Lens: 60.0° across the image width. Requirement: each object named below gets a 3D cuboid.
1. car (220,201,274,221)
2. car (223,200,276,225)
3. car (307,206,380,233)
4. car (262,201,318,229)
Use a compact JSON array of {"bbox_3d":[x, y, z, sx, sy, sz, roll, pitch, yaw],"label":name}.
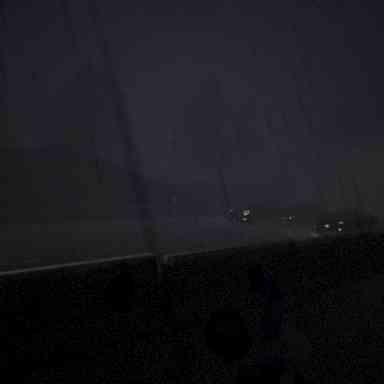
[{"bbox_3d":[4.851,1.579,28.946,4.674,1.442,1.812,0,0,-35],"label":"car"},{"bbox_3d":[4.794,1.407,24.606,4.553,1.767,2.097,0,0,-35],"label":"car"},{"bbox_3d":[8.807,1.619,18.873,4.181,1.385,1.994,0,0,-35],"label":"car"},{"bbox_3d":[7.165,1.559,21.999,4.892,1.490,1.837,0,0,-35],"label":"car"}]
